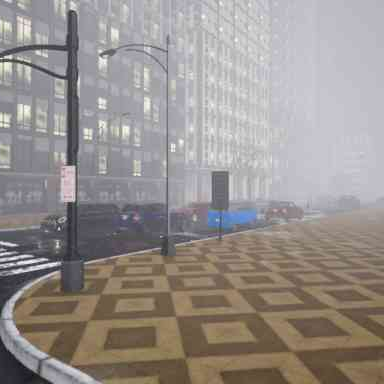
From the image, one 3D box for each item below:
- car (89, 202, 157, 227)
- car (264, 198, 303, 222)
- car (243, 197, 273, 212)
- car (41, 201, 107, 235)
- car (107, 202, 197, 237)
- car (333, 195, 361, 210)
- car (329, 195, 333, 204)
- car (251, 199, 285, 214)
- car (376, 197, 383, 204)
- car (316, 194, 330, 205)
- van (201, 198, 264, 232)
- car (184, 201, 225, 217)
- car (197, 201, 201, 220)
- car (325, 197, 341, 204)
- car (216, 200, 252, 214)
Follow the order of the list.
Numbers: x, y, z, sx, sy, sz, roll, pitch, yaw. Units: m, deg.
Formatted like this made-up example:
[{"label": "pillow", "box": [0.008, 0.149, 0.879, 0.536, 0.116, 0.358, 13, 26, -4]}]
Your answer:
[{"label": "car", "box": [-4.827, 1.540, 23.995, 1.752, 1.417, 4.829, 0, 0, 38]}, {"label": "car", "box": [7.524, 1.472, 26.918, 1.967, 1.590, 4.097, 0, 0, 38]}, {"label": "car", "box": [8.059, 1.471, 40.543, 1.967, 1.590, 4.097, 0, 0, 38]}, {"label": "car", "box": [-5.877, 1.367, 18.369, 2.097, 1.767, 4.553, 0, 0, 38]}, {"label": "car", "box": [-2.096, 1.372, 18.705, 2.097, 1.767, 4.553, 0, 0, 39]}, {"label": "car", "box": [21.088, 1.368, 44.561, 2.192, 1.841, 5.009, 0, 0, 38]}, {"label": "car", "box": [23.565, 1.550, 51.827, 2.128, 1.511, 4.902, 0, 0, 38]}, {"label": "car", "box": [8.545, 1.558, 37.105, 1.812, 1.442, 4.674, 0, 0, 38]}, {"label": "car", "box": [38.043, 1.658, 66.615, 1.947, 1.339, 4.313, 0, 0, 38]}, {"label": "car", "box": [25.015, 1.380, 62.598, 2.192, 1.841, 5.009, 0, 0, 38]}, {"label": "van", "box": [2.565, 1.368, 20.286, 1.690, 1.788, 3.998, 0, 0, 38]}, {"label": "car", "box": [1.277, 1.604, 31.721, 1.802, 1.307, 4.206, 0, 0, 38]}, {"label": "car", "box": [0.454, 1.500, 26.600, 1.882, 1.535, 5.008, 0, 0, 37]}, {"label": "car", "box": [28.406, 1.624, 67.008, 2.008, 1.369, 4.403, 0, 0, 38]}, {"label": "car", "box": [4.668, 1.571, 36.132, 1.887, 1.381, 4.507, 0, 0, 38]}]
